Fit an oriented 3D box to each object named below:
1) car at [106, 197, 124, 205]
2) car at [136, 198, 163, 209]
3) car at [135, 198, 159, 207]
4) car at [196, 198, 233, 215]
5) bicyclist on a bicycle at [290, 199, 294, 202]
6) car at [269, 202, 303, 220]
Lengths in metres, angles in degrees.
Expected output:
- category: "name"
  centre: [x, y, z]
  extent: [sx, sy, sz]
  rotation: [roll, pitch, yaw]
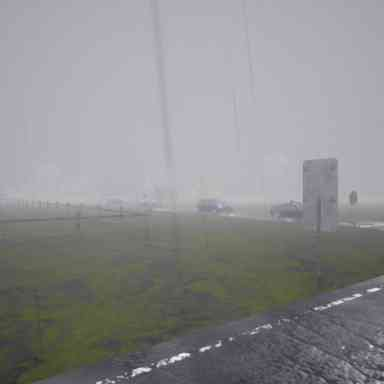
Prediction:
- category: "car"
  centre: [-15.207, 1.755, 65.937]
  extent: [2.033, 1.411, 5.357]
  rotation: [0, 0, -36]
- category: "car"
  centre: [-6.007, 1.657, 47.833]
  extent: [1.812, 1.442, 4.674]
  rotation: [0, 0, -35]
- category: "car"
  centre: [-7.458, 1.753, 54.959]
  extent: [1.895, 1.301, 4.718]
  rotation: [0, 0, -35]
- category: "car"
  centre: [2.390, 1.440, 35.897]
  extent: [2.097, 1.767, 4.553]
  rotation: [0, 0, -35]
- category: "bicyclist on a bicycle"
  centre: [10.475, 1.527, 34.795]
  extent: [1.656, 1.620, 0.582]
  rotation: [0, 0, -35]
- category: "car"
  centre: [8.579, 1.549, 27.127]
  extent: [2.128, 1.511, 4.902]
  rotation: [0, 0, -35]
